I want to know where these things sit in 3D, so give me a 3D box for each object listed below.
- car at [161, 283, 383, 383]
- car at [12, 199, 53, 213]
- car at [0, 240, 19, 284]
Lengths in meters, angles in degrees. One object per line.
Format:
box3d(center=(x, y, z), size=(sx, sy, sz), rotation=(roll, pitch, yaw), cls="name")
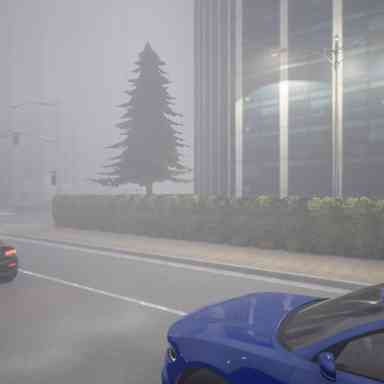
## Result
box3d(center=(1.994, 1.478, 2.571), size=(5.008, 1.535, 1.882), rotation=(0, 0, 36), cls="car")
box3d(center=(-17.157, 1.547, 37.407), size=(2.033, 1.411, 5.357), rotation=(0, 0, 36), cls="car")
box3d(center=(-6.134, 1.526, 8.321), size=(4.674, 1.442, 1.812), rotation=(0, 0, 36), cls="car")
